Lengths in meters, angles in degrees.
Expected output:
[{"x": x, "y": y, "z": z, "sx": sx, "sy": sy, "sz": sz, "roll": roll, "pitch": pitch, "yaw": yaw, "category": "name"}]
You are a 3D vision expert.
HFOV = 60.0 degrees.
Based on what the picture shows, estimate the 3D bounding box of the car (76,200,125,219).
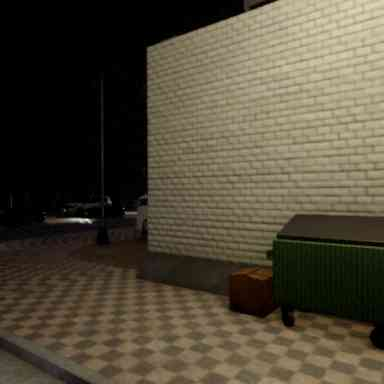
[{"x": -8.532, "y": 1.791, "z": 32.152, "sx": 1.994, "sy": 1.385, "sz": 4.181, "roll": 0, "pitch": 0, "yaw": 36, "category": "car"}]

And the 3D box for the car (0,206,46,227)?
[{"x": -13.412, "y": 1.791, "z": 25.323, "sx": 1.994, "sy": 1.385, "sz": 4.181, "roll": 0, "pitch": 0, "yaw": 34, "category": "car"}]

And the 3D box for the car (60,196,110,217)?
[{"x": -10.898, "y": 1.472, "z": 34.884, "sx": 2.150, "sy": 2.045, "sz": 5.566, "roll": 0, "pitch": 0, "yaw": 36, "category": "car"}]

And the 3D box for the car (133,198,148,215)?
[{"x": -5.068, "y": 1.815, "z": 42.960, "sx": 1.994, "sy": 1.385, "sz": 4.181, "roll": 0, "pitch": 0, "yaw": 37, "category": "car"}]
